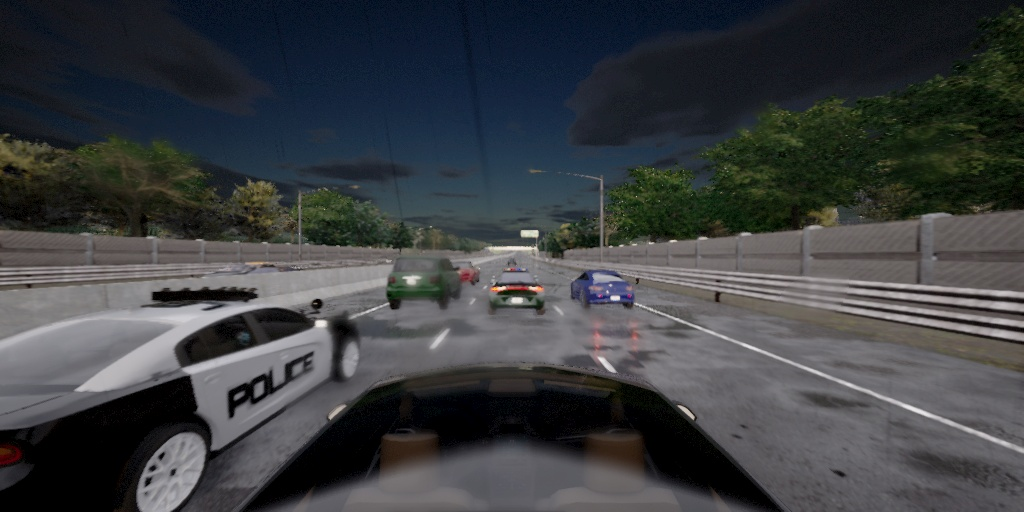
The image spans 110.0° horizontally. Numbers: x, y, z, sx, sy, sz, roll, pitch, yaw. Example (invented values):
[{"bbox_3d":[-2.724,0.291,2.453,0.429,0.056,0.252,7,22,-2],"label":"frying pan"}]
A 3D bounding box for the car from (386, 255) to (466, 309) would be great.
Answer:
[{"bbox_3d":[-3.498,0.999,15.195,2.150,2.045,5.566,0,0,0],"label":"car"}]

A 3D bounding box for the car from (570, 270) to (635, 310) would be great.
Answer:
[{"bbox_3d":[3.603,1.304,14.797,1.812,1.442,4.674,0,0,0],"label":"car"}]

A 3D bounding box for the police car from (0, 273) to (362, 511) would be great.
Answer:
[{"bbox_3d":[-3.499,1.181,4.274,1.930,1.638,5.238,0,0,0],"label":"police car"}]

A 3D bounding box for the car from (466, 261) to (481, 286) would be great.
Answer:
[{"bbox_3d":[-3.495,1.146,26.135,2.097,1.767,4.553,0,0,0],"label":"car"}]

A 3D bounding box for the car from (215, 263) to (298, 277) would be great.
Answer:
[{"bbox_3d":[-14.095,1.335,21.104,2.033,1.411,5.357,0,0,0],"label":"car"}]

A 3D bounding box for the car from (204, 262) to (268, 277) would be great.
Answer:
[{"bbox_3d":[-17.590,1.282,23.427,2.128,1.511,4.902,0,0,0],"label":"car"}]

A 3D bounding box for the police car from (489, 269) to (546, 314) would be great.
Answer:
[{"bbox_3d":[0.140,1.278,14.024,2.038,1.542,4.974,0,0,-1],"label":"police car"}]
